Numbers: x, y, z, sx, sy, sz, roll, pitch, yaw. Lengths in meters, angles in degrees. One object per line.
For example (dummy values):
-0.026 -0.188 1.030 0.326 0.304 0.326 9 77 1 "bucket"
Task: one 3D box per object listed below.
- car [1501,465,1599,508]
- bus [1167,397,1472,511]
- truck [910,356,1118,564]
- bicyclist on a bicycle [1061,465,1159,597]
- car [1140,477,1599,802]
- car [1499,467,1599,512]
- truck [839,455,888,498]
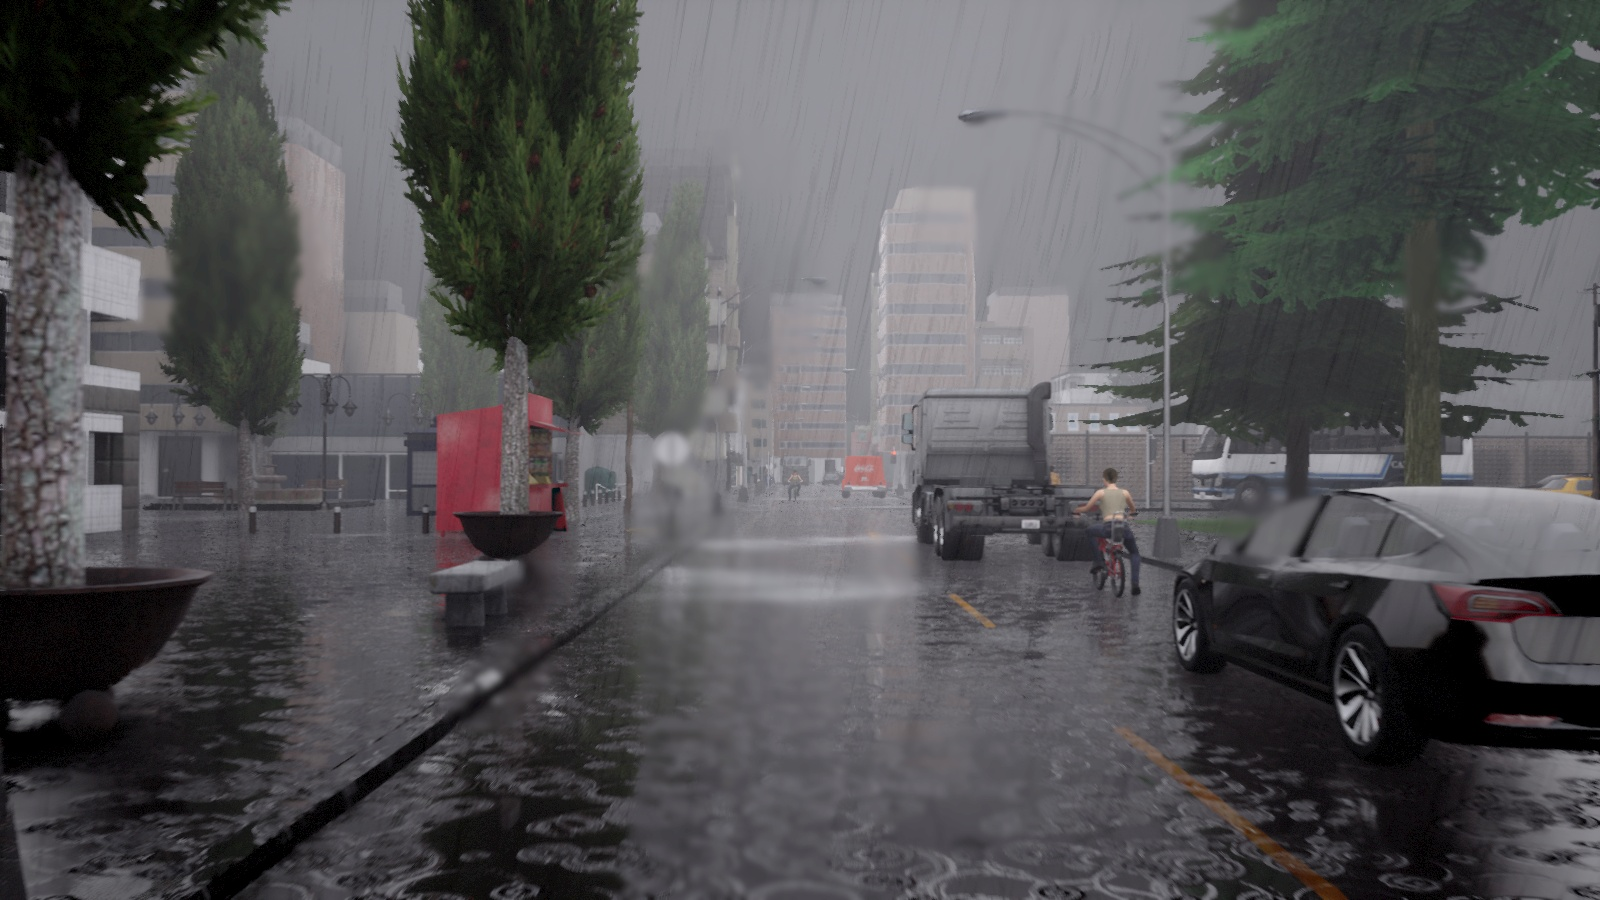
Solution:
30.004 1.416 49.236 3.988 1.617 1.851 0 -1 0 "car"
20.135 0.182 49.241 10.273 4.253 3.944 0 -1 -1 "bus"
3.902 0.233 24.871 2.891 3.462 7.936 0 -1 1 "truck"
3.962 1.006 16.176 0.866 1.612 1.509 0 -1 0 "bicyclist on a bicycle"
3.981 0.937 8.273 2.163 1.488 4.792 0 -1 0 "car"
28.378 1.397 45.228 5.366 1.575 1.801 0 -1 0 "car"
3.734 1.561 74.542 2.627 2.467 5.204 0 -1 0 "truck"
